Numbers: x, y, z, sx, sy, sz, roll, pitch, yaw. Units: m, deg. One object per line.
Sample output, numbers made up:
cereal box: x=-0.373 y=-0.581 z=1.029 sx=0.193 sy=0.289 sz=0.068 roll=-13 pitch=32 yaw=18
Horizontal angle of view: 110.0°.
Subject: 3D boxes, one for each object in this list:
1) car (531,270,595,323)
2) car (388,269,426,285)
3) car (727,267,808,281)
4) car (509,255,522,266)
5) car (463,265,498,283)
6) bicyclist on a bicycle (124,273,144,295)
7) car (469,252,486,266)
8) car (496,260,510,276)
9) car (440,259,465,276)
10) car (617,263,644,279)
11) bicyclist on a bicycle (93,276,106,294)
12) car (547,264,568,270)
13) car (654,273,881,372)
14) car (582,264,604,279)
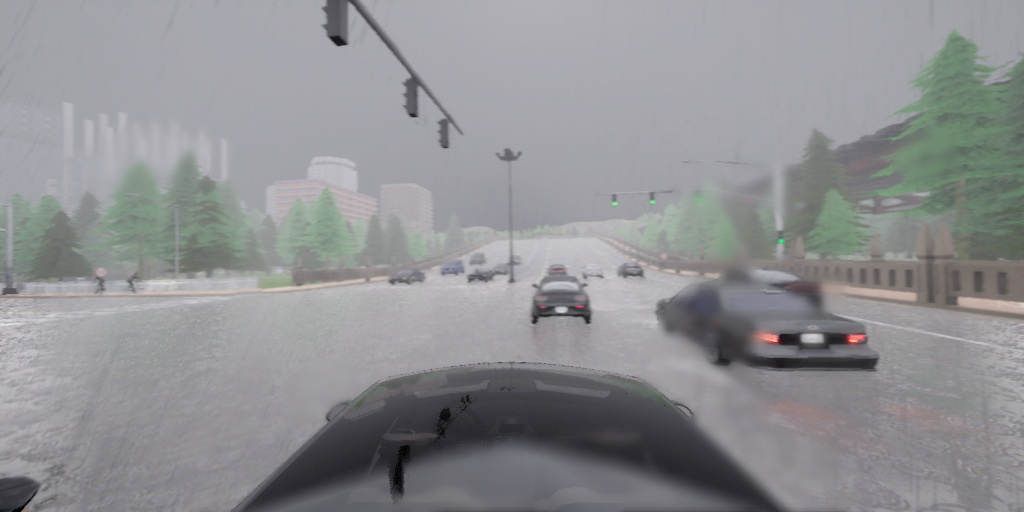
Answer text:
car: x=1.663 y=1.375 z=12.419 sx=1.812 sy=1.442 sz=4.674 roll=-2 pitch=-1 yaw=7
car: x=-9.933 y=1.971 z=34.444 sx=2.033 sy=1.411 sz=5.357 roll=-2 pitch=-1 yaw=7
car: x=8.800 y=1.160 z=13.070 sx=1.882 sy=1.535 sz=5.008 roll=-2 pitch=-1 yaw=7
car: x=0.500 y=0.752 z=61.410 sx=2.097 sy=1.767 sz=4.553 roll=-1 pitch=5 yaw=8
car: x=-2.906 y=1.844 z=34.222 sx=1.895 sy=1.301 sz=4.718 roll=-2 pitch=-1 yaw=7
bicyclist on a bicycle: x=-28.717 y=2.095 z=27.253 sx=0.582 sy=1.620 sz=1.656 roll=-1 pitch=-1 yaw=-7
car: x=-6.123 y=0.583 z=64.609 sx=2.150 sy=2.045 sz=5.566 roll=-1 pitch=6 yaw=8
car: x=-1.423 y=1.741 z=46.267 sx=1.837 sy=1.490 sz=4.892 roll=-2 pitch=3 yaw=7
car: x=-8.091 y=1.573 z=49.310 sx=2.150 sy=2.045 sz=5.566 roll=-1 pitch=3 yaw=8
car: x=11.478 y=1.387 z=34.989 sx=2.128 sy=1.511 sz=4.902 roll=-2 pitch=-1 yaw=7
bicyclist on a bicycle: x=-32.915 y=2.217 z=28.622 sx=0.582 sy=1.620 sz=1.656 roll=-1 pitch=-1 yaw=-28
car: x=4.541 y=1.584 z=35.909 sx=1.837 sy=1.490 sz=4.892 roll=-2 pitch=-1 yaw=7
car: x=4.610 y=1.262 z=7.622 sx=2.033 sy=1.411 sz=5.357 roll=-2 pitch=-1 yaw=7
car: x=8.121 y=1.523 z=36.483 sx=1.812 sy=1.442 sz=4.674 roll=-2 pitch=-1 yaw=7
